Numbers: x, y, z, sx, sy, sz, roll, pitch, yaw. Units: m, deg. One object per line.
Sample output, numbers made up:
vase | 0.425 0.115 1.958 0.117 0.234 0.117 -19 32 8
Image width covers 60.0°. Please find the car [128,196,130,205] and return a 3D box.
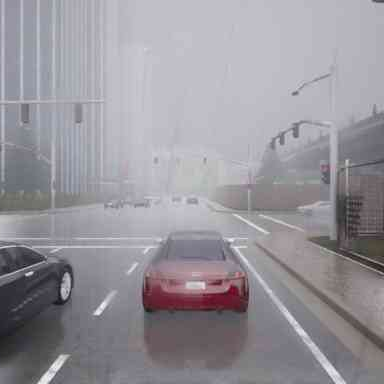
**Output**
car | -10.593 1.505 54.592 1.837 1.490 4.892 0 0 0

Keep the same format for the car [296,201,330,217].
car | 12.362 1.581 31.777 4.674 1.442 1.812 0 0 -3

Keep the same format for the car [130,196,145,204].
car | -10.543 1.547 64.908 2.033 1.411 5.357 0 0 1

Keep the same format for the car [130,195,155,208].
car | -7.096 1.547 47.973 2.033 1.411 5.357 0 0 0

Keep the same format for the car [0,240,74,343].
car | -3.443 1.505 5.217 1.837 1.490 4.892 0 0 0

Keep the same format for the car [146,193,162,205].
car | -7.084 1.221 58.163 2.150 2.045 5.566 0 0 1

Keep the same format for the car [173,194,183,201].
car | -3.514 1.386 84.688 2.128 1.511 4.902 0 0 0

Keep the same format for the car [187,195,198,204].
car | 0.084 1.477 62.100 1.882 1.535 5.008 0 0 0

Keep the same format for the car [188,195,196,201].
car | -0.014 1.478 85.217 1.882 1.535 5.008 0 0 0

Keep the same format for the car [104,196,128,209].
car | -10.600 1.492 45.348 2.128 1.511 4.902 0 0 0

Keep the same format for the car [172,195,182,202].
car | -3.512 1.495 74.264 1.837 1.490 4.892 0 0 0

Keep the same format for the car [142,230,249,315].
car | 0.070 1.564 7.673 1.994 1.385 4.181 0 0 0
